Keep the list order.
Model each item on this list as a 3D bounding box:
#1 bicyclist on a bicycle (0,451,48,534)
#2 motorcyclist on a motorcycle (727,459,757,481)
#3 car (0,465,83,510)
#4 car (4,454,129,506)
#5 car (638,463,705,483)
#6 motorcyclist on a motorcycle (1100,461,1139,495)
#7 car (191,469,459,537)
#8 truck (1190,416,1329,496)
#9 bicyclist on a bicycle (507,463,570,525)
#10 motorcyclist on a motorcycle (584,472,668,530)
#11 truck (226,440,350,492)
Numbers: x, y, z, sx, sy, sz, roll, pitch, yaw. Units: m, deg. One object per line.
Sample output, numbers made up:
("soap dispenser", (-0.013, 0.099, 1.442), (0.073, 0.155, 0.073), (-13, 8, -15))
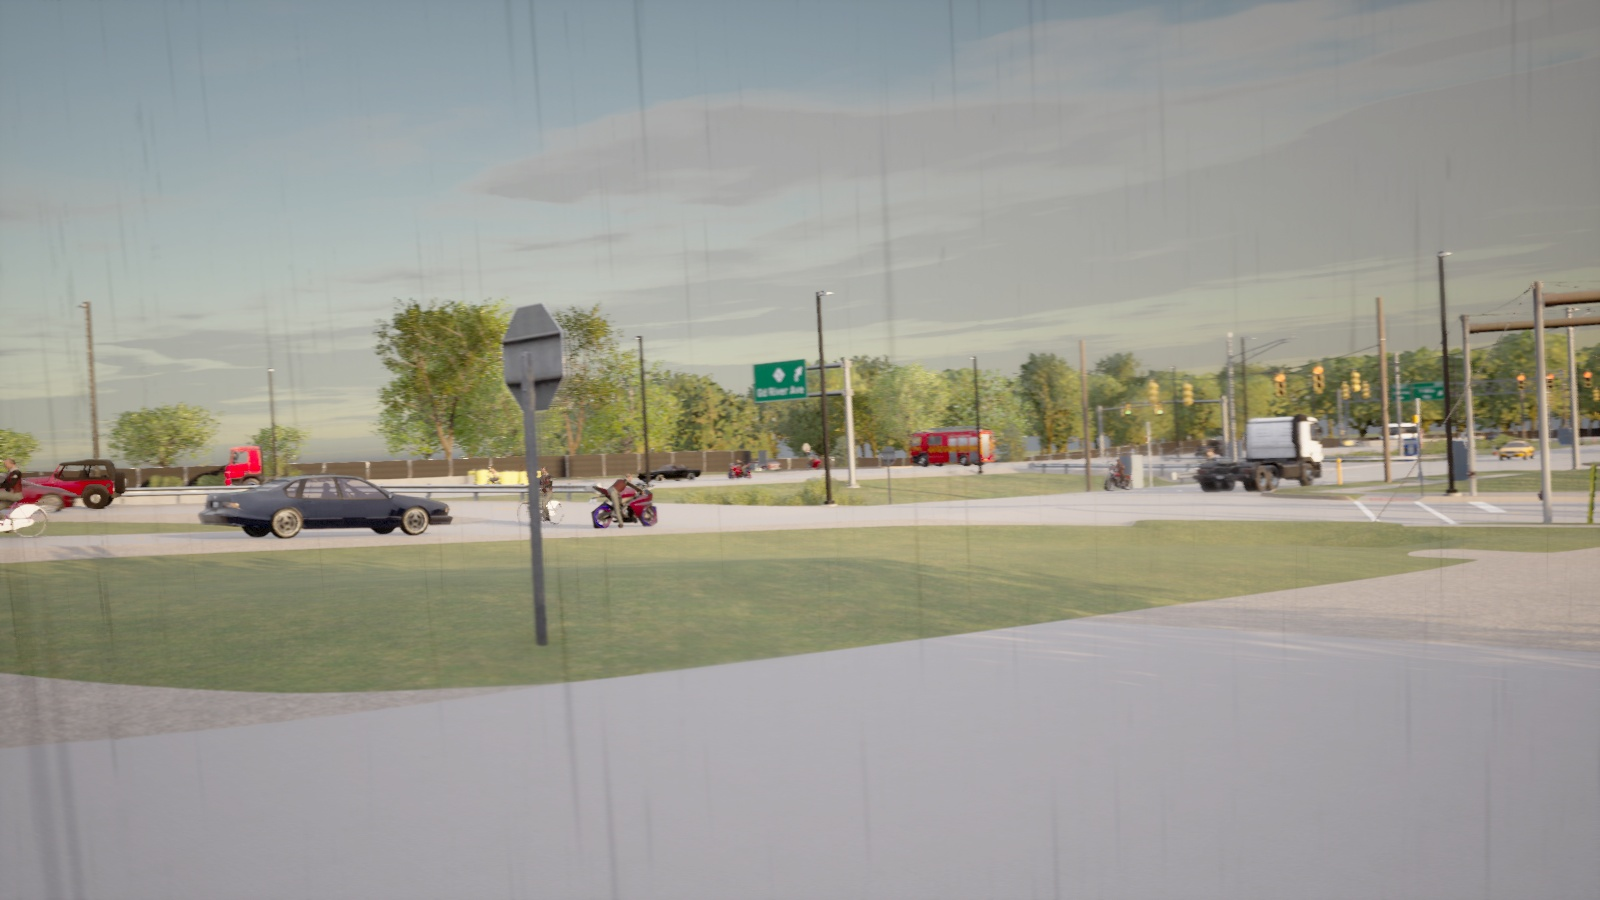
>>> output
("bicyclist on a bicycle", (-17.443, 0.923, 27.191), (1.843, 1.776, 0.659), (3, -4, -44))
("motorcyclist on a motorcycle", (-4.226, 1.421, 91.587), (2.191, 1.530, 0.866), (-1, 0, -45))
("car", (-27.598, 1.278, 43.415), (4.792, 1.488, 2.163), (1, -1, -32))
("car", (-27.758, 1.106, 47.668), (3.866, 1.878, 1.905), (0, -1, -22))
("car", (-9.329, 1.640, 91.472), (4.718, 1.301, 1.895), (-1, 0, -45))
("motorcyclist on a motorcycle", (15.891, 1.381, 62.454), (0.766, 1.649, 2.350), (-2, -1, 45))
("car", (-10.748, 1.199, 28.736), (5.357, 1.411, 2.033), (2, -3, -44))
("truck", (21.332, 0.267, 58.034), (2.891, 3.462, 7.936), (-2, -1, 45))
("bicyclist on a bicycle", (-7.701, 1.303, 37.066), (0.659, 1.776, 1.843), (-3, -3, 35))
("motorcyclist on a motorcycle", (-4.766, 1.381, 34.458), (2.191, 1.530, 0.866), (1, -2, -44))
("truck", (-36.211, 1.069, 89.077), (7.936, 3.462, 2.891), (-1, 0, -20))
